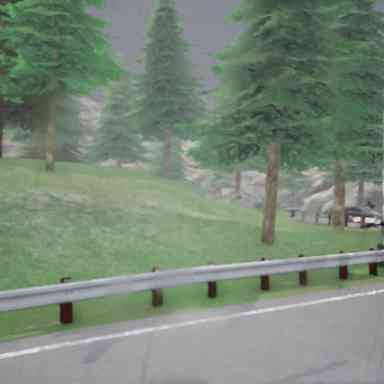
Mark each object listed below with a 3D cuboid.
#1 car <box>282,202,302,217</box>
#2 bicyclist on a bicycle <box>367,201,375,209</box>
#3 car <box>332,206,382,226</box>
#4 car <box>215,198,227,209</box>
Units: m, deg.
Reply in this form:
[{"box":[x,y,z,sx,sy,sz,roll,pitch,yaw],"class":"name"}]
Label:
[{"box":[8.603,1.657,33.441,2.033,1.411,5.357,1,0,-25],"class":"car"},{"box":[17.078,1.626,31.847,1.656,1.620,0.582,-6,1,-25],"class":"bicyclist on a bicycle"},{"box":[12.590,1.732,24.791,1.994,1.385,4.181,1,0,-25],"class":"car"},{"box":[3.975,1.548,42.760,1.837,1.490,4.892,1,0,-29],"class":"car"}]
